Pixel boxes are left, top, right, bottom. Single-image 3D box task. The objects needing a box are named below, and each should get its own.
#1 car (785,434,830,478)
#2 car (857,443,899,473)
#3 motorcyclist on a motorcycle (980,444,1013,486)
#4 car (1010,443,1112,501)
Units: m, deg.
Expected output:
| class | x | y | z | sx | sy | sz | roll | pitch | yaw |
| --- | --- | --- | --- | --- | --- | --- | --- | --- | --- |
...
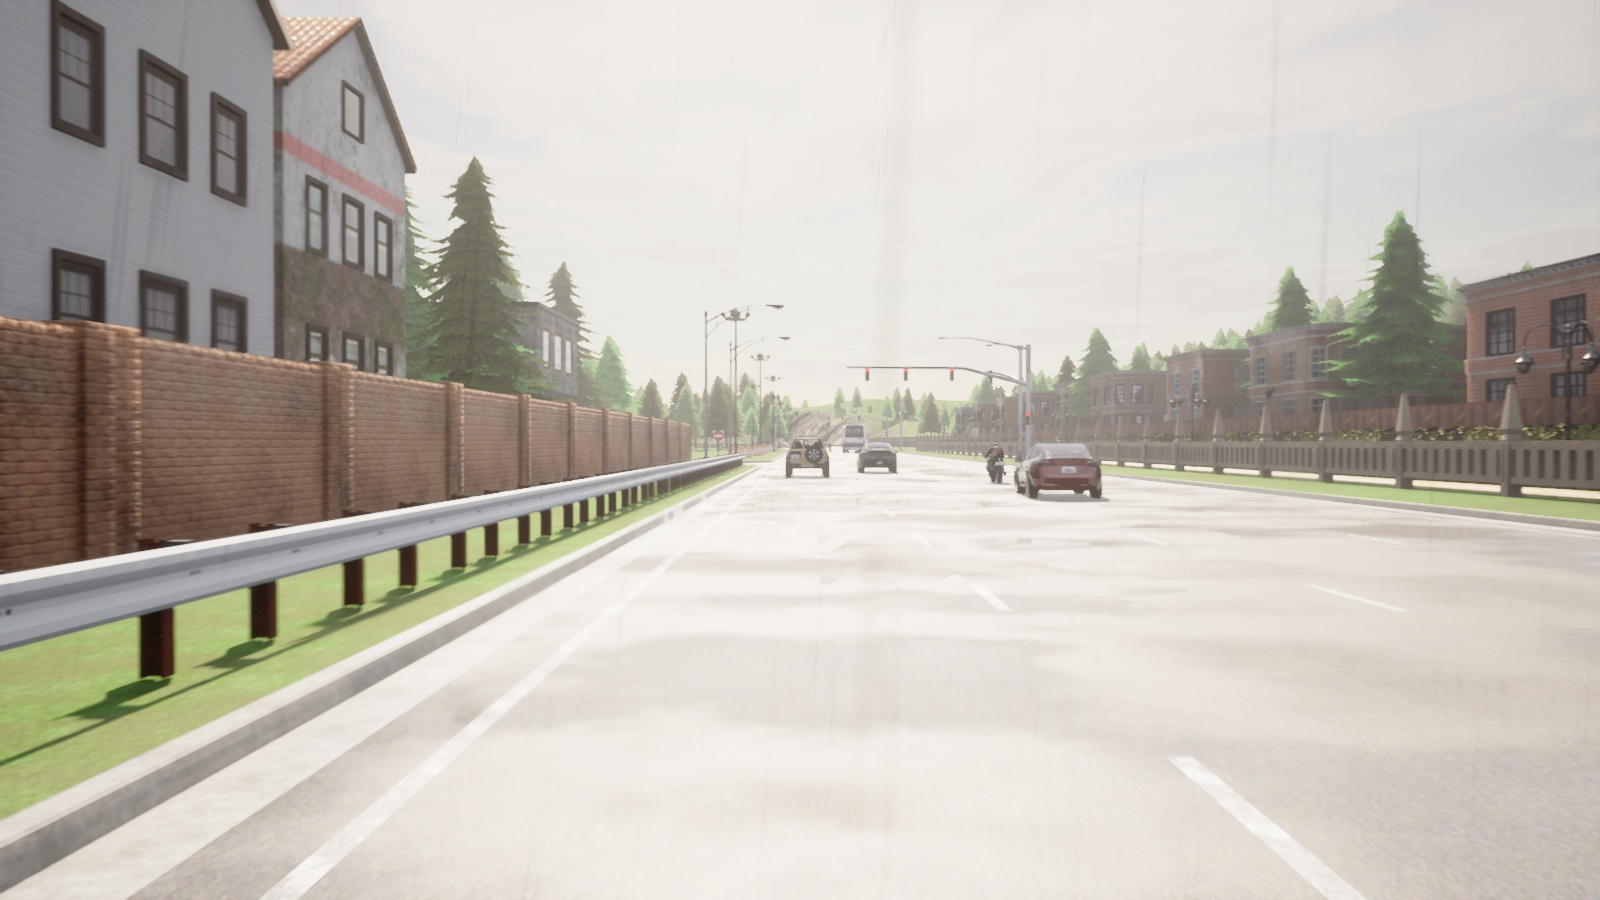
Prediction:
| class | x | y | z | sx | sy | sz | roll | pitch | yaw |
| --- | --- | --- | --- | --- | --- | --- | --- | --- | --- |
| car | 0.330 | 0.252 | 55.412 | 1.932 | 1.855 | 4.605 | 0 | 0 | 0 |
| car | 3.874 | 0.398 | 63.110 | 1.837 | 1.490 | 4.892 | 0 | 0 | 0 |
| motorcyclist on a motorcycle | 7.280 | 0.526 | 46.645 | 0.866 | 1.530 | 2.191 | 0 | 0 | 0 |
| car | 7.183 | 0.555 | 35.043 | 2.163 | 1.488 | 4.792 | 0 | 0 | 4 |
